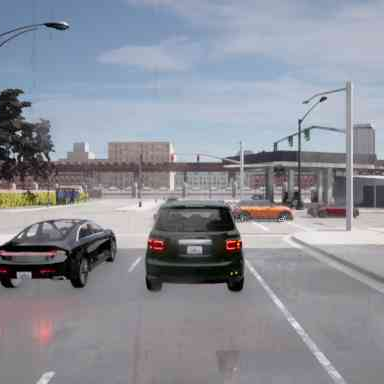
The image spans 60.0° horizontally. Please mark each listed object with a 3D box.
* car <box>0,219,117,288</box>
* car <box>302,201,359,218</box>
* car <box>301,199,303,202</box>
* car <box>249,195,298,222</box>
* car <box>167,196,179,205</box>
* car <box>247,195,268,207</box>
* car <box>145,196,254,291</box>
[{"bbox_3d":[-3.431,1.490,9.237,2.128,1.511,4.902,0,0,0],"label":"car"},{"bbox_3d":[12.354,1.560,29.210,4.181,1.385,1.994,0,0,-1],"label":"car"},{"bbox_3d":[15.393,1.448,50.107,1.970,1.475,3.806,0,0,0],"label":"car"},{"bbox_3d":[5.430,1.348,25.425,4.553,1.767,2.097,0,0,-1],"label":"car"},{"bbox_3d":[-3.476,1.495,61.237,1.837,1.490,4.892,0,0,0],"label":"car"},{"bbox_3d":[9.649,1.288,49.338,2.242,1.667,4.611,0,0,0],"label":"car"},{"bbox_3d":[0.073,1.220,9.153,2.150,2.045,5.566,0,0,0],"label":"car"}]
